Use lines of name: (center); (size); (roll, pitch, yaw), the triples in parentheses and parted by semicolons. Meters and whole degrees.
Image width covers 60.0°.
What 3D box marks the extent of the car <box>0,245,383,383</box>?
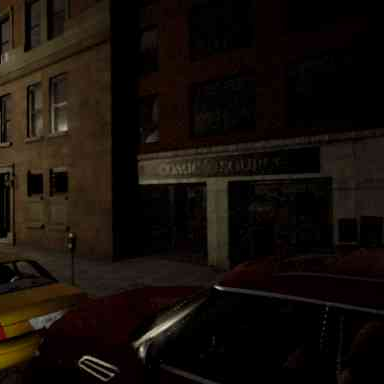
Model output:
car: (0.960, 1.316, 2.175); (5.009, 1.841, 2.192); (0, -1, 36)
